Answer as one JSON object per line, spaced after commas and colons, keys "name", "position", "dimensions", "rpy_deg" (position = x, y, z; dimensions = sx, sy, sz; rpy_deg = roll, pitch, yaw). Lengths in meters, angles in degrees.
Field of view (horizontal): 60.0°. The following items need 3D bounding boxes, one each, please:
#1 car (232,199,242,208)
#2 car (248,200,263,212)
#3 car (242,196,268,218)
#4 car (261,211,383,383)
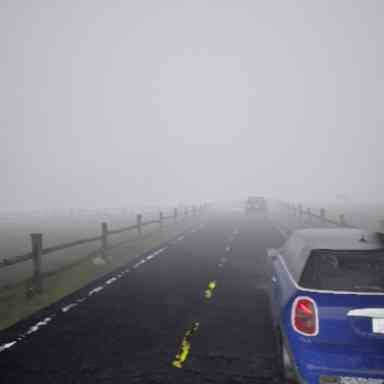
{"name": "car", "position": [8.171, 1.988, 58.833], "dimensions": [2.128, 1.511, 4.902], "rpy_deg": [-1, -1, 10]}
{"name": "car", "position": [8.316, 1.836, 43.826], "dimensions": [1.812, 1.442, 4.674], "rpy_deg": [-1, -1, 10]}
{"name": "car", "position": [6.405, 1.449, 33.128], "dimensions": [2.150, 2.045, 5.566], "rpy_deg": [-1, -1, 10]}
{"name": "car", "position": [2.321, 1.357, 5.376], "dimensions": [2.097, 1.767, 4.553], "rpy_deg": [-1, -1, 10]}
